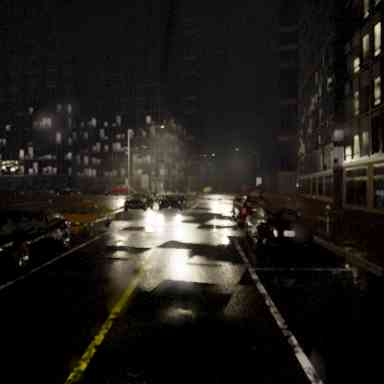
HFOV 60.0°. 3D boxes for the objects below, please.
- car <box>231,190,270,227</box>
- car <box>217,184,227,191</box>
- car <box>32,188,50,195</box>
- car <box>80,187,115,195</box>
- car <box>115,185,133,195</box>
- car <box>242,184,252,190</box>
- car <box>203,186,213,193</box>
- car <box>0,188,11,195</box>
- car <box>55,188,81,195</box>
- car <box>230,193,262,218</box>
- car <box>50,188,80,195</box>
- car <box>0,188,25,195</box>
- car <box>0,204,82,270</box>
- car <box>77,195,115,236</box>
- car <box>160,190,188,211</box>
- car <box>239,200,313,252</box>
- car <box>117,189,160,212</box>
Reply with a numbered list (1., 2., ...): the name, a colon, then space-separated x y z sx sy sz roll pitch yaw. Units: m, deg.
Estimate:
1. car: 3.264 0.907 17.584 1.967 1.590 4.097 1 2 4
2. car: 8.109 -1.222 89.868 2.192 1.841 5.009 1 2 16
3. car: -29.541 -0.141 65.919 4.829 1.417 1.752 0 1 15
4. car: -15.266 0.016 53.837 4.313 1.339 1.947 0 1 15
5. car: -13.190 -0.316 61.435 5.009 1.841 2.192 0 1 15
6. car: 12.555 -0.887 76.026 2.192 1.841 5.009 1 2 15
7. car: 3.555 -0.587 73.789 1.752 1.417 4.829 1 2 14
8. car: -40.168 -0.139 68.832 4.403 1.369 2.008 0 1 15
9. car: -23.981 -0.104 64.396 4.403 1.369 2.008 0 1 15
10. car: 3.651 0.843 23.215 1.887 1.381 4.507 1 2 5
11. car: -20.659 -0.011 55.314 4.403 1.369 2.008 0 1 15
12. car: -31.445 -0.035 58.271 4.403 1.369 2.008 0 1 15
13. car: -5.122 1.262 9.977 1.947 1.339 4.313 1 2 2
14. car: -4.894 1.065 15.297 1.752 1.417 4.829 1 2 3
15. car: -1.492 0.799 27.348 1.895 1.301 4.718 0 2 5
16. car: 2.974 1.203 11.911 1.947 1.339 4.313 1 2 2
17. car: -4.131 0.763 26.393 2.008 1.369 4.403 1 2 5
